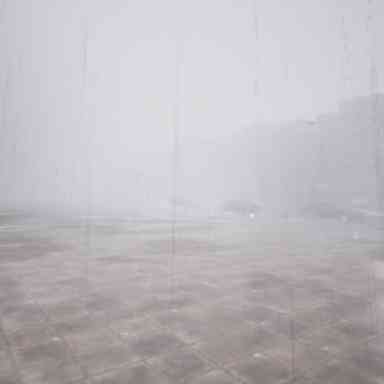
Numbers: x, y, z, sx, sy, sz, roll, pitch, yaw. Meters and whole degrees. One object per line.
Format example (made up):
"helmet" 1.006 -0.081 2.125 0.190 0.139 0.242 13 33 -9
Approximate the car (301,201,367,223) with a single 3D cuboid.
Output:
"car" 10.623 1.438 25.243 1.837 1.490 4.892 -2 2 -35

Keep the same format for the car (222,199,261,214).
"car" 4.881 1.388 33.362 1.994 1.385 4.181 -2 2 -36

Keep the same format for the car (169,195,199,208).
"car" -1.034 1.201 41.744 2.128 1.511 4.902 -2 2 -35
